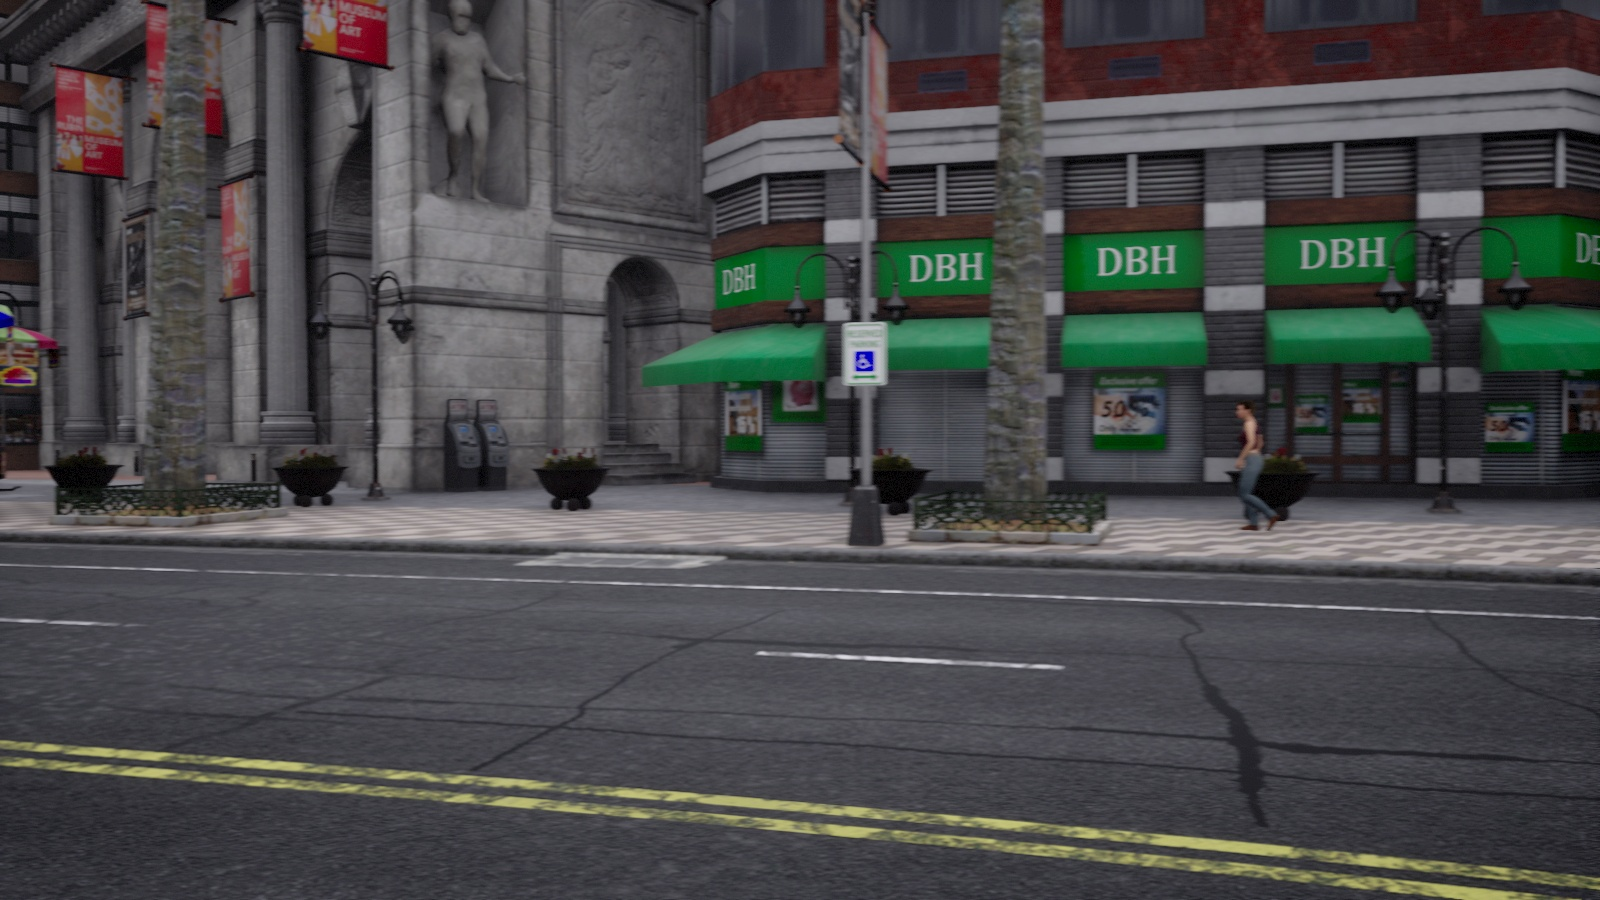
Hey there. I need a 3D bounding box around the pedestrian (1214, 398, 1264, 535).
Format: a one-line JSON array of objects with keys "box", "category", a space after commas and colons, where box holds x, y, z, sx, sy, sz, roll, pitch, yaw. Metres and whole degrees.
[{"box": [5.991, 0.214, 17.137, 0.594, 1.836, 0.345, 1, 1, 26], "category": "pedestrian"}]
